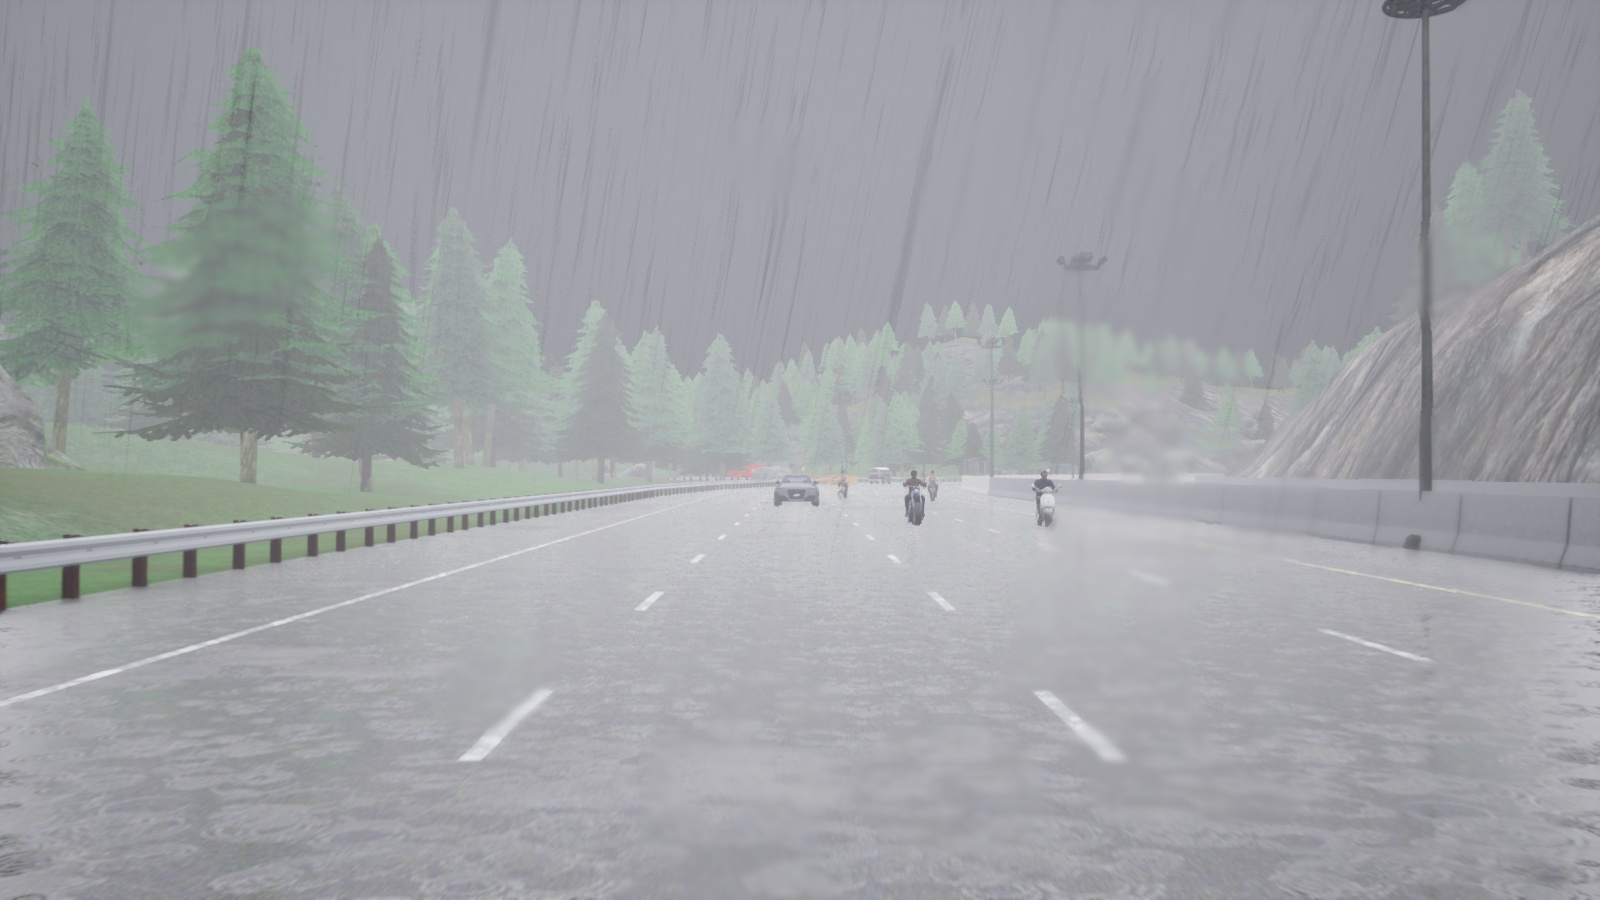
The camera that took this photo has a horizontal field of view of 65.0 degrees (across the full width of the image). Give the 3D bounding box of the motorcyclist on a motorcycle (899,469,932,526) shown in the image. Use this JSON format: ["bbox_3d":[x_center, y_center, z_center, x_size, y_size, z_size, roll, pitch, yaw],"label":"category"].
[{"bbox_3d":[3.409,1.376,37.226,0.766,1.649,2.350,0,-1,0],"label":"motorcyclist on a motorcycle"}]

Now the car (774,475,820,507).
[{"bbox_3d":[-0.138,1.836,56.995,1.994,1.385,4.181,0,-1,0],"label":"car"}]

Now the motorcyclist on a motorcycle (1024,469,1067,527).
[{"bbox_3d":[6.914,1.336,35.456,0.866,1.590,1.817,0,-1,0],"label":"motorcyclist on a motorcycle"}]
